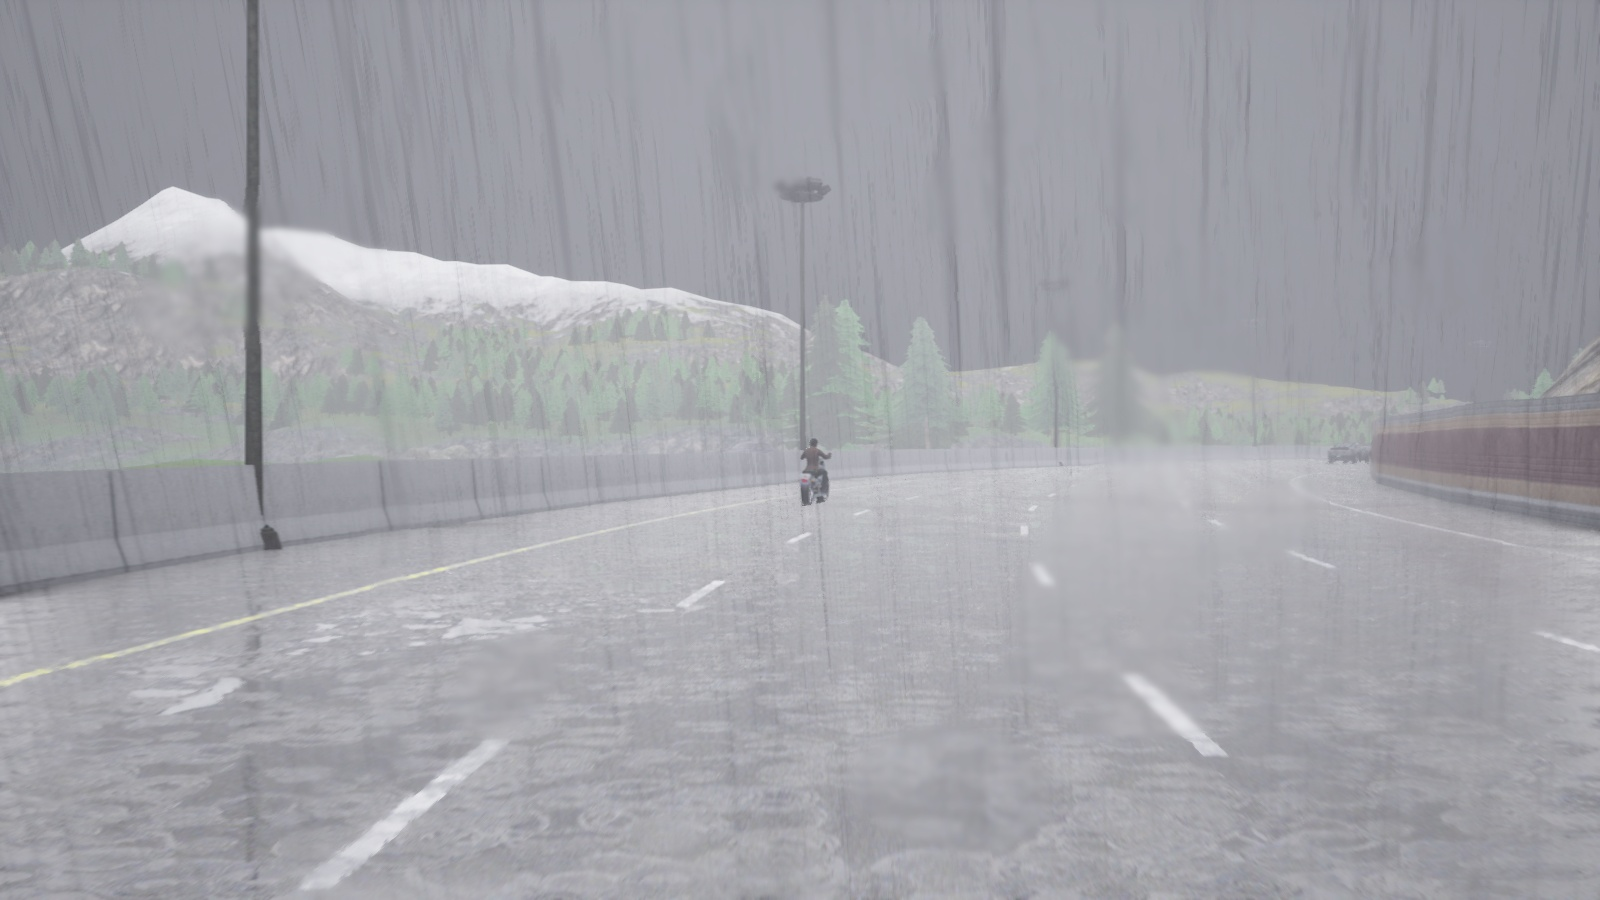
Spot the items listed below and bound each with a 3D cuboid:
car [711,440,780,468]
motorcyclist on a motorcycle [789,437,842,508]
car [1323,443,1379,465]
[{"bbox_3d":[-3.333,0.233,77.881,2.033,1.649,4.856,0,0,30],"label":"car"},{"bbox_3d":[0.397,0.524,30.789,0.766,1.649,2.350,1,0,14],"label":"motorcyclist on a motorcycle"},{"bbox_3d":[38.984,0.249,88.763,2.128,1.511,4.902,0,0,42],"label":"car"}]
